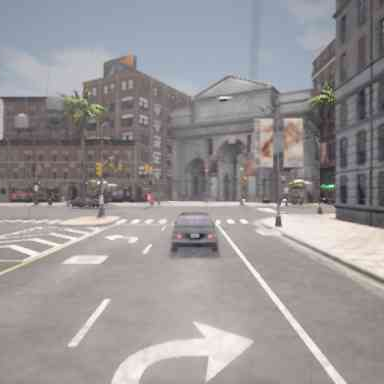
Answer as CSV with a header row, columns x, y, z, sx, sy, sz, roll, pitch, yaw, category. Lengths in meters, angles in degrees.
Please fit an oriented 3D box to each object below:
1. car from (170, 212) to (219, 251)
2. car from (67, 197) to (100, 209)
x,y,z,sx,sy,sz,roll,pitch,yaw,category
0.094,1.540,13.932,2.033,1.411,5.357,0,0,0,car
-14.674,1.480,44.966,4.892,1.490,1.837,0,-1,25,car
